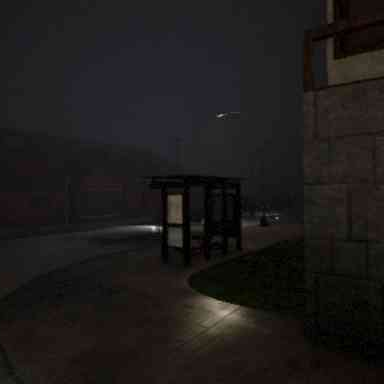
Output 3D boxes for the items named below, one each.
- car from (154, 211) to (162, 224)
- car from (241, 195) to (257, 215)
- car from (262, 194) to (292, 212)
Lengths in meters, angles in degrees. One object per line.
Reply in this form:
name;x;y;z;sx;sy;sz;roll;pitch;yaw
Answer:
car;-0.956;1.678;25.134;1.994;1.385;4.181;-1;0;36
car;4.449;1.336;32.700;2.150;2.045;5.566;-1;0;36
car;10.679;1.333;41.358;2.150;2.045;5.566;-1;0;36
